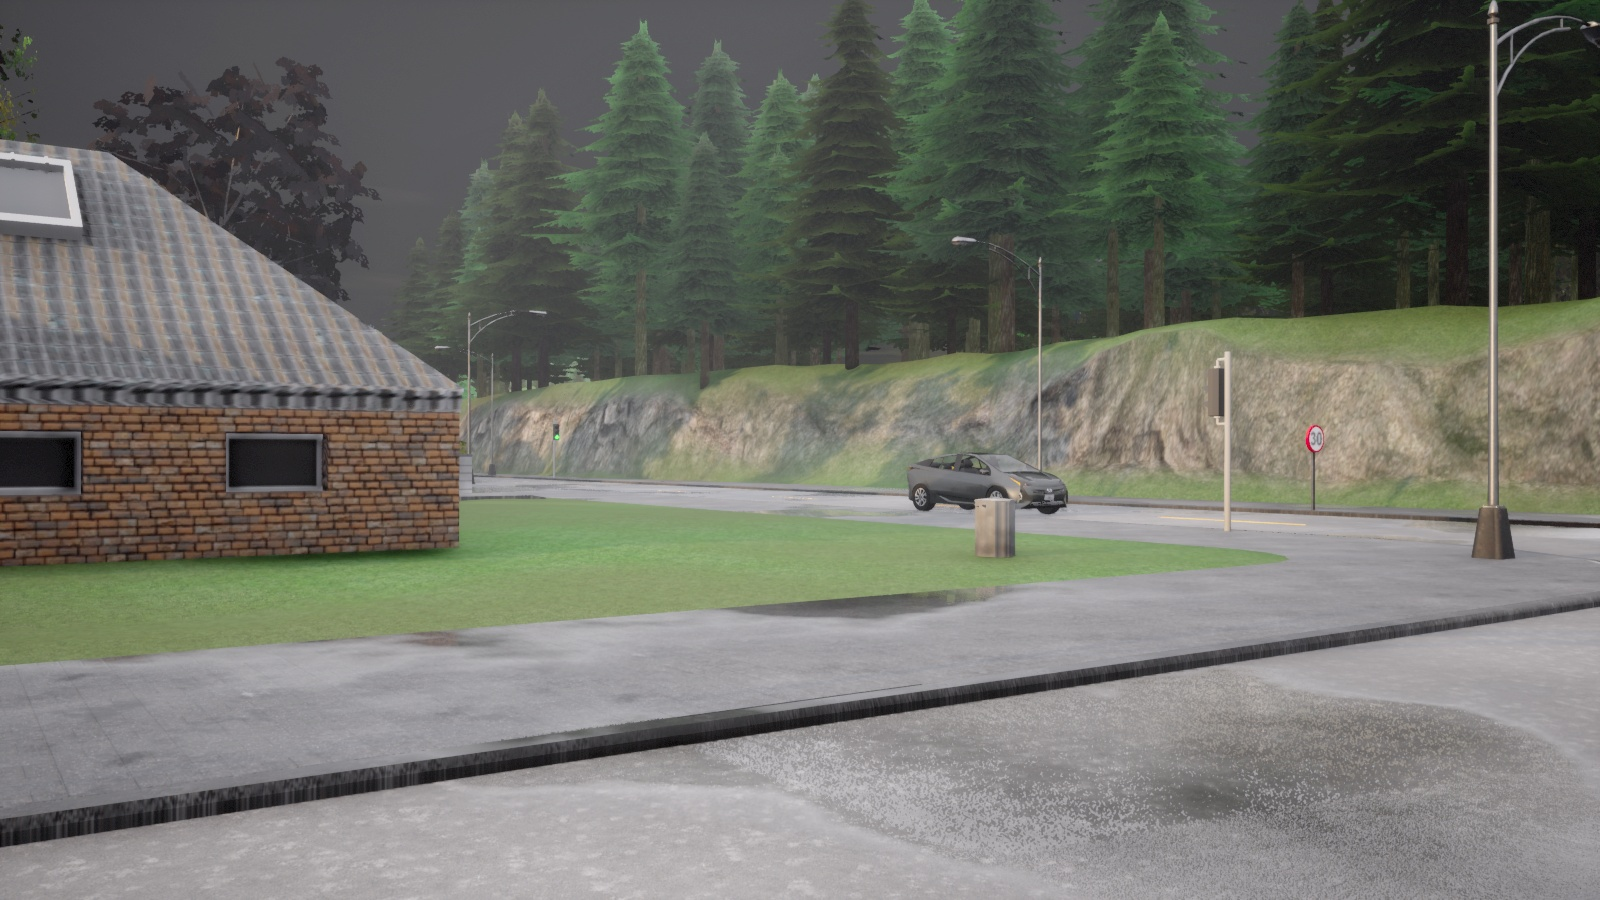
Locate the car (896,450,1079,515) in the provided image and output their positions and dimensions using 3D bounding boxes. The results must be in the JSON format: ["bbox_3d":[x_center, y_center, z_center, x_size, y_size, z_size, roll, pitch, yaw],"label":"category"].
[{"bbox_3d":[4.616,0.759,31.520,2.007,1.525,4.514,0,0,-35],"label":"car"}]
